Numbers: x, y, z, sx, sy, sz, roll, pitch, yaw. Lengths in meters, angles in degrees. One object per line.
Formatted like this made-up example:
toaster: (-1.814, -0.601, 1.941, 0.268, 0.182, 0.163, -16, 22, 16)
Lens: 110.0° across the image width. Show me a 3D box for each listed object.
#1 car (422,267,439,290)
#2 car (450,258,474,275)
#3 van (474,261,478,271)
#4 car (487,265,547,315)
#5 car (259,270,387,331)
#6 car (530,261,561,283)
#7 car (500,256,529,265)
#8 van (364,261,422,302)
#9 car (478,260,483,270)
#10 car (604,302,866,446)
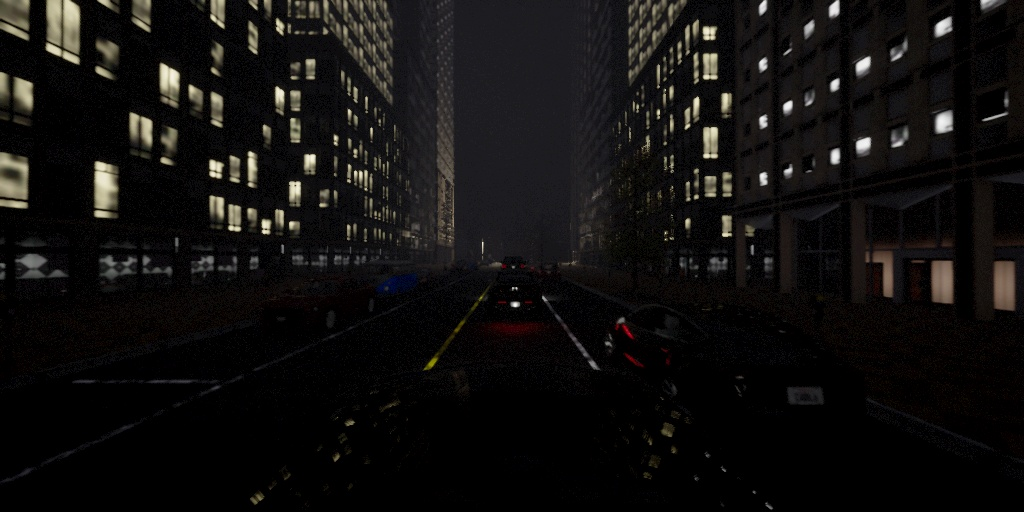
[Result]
car: (-5.681, 1.364, 22.462, 1.802, 1.307, 4.207, 0, 0, 0)
car: (-5.674, 1.244, 39.538, 1.967, 1.591, 4.097, 0, 0, 0)
van: (-5.671, 1.152, 45.231, 1.690, 1.789, 3.998, 0, 0, 0)
car: (0.105, 1.274, 13.673, 1.837, 1.490, 4.892, 0, 0, 0)
car: (-5.686, 1.311, 11.077, 1.888, 1.381, 4.507, 0, 0, 0)
car: (2.702, 1.230, 28.136, 1.967, 1.591, 4.097, 0, 0, 0)
car: (0.114, 1.017, 32.372, 2.150, 2.045, 5.566, 0, 0, 0)
van: (-5.683, 1.115, 16.770, 1.690, 1.789, 3.998, 0, 0, 0)
car: (-5.669, 1.384, 50.924, 1.948, 1.339, 4.313, 0, 0, 0)
car: (2.693, 1.322, 5.369, 1.948, 1.339, 4.313, 0, 0, 0)
